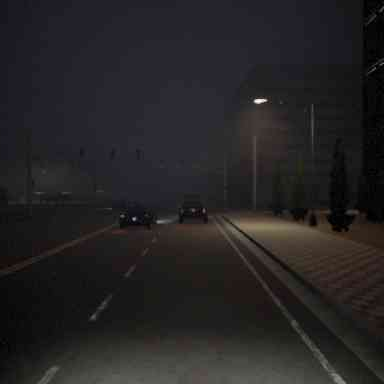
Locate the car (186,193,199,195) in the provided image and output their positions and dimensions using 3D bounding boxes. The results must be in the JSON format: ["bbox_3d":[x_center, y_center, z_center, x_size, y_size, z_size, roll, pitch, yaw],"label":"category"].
[{"bbox_3d":[0.085,1.192,43.051,2.150,2.045,5.566,0,0,0],"label":"car"}]

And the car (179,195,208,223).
[{"bbox_3d":[0.091,1.352,25.692,2.097,1.767,4.553,0,0,0],"label":"car"}]

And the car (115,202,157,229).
[{"bbox_3d":[-3.408,1.564,21.689,1.994,1.385,4.181,0,0,0],"label":"car"}]

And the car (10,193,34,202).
[{"bbox_3d":[-36.058,1.396,70.567,1.970,1.475,3.806,0,0,0],"label":"car"}]

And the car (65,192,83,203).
[{"bbox_3d":[-30.242,1.396,85.650,1.970,1.475,3.806,0,0,0],"label":"car"}]

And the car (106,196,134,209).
[{"bbox_3d":[-8.651,1.533,42.126,1.994,1.385,4.181,0,0,-45],"label":"car"}]

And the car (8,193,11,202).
[{"bbox_3d":[-38.953,1.365,70.576,1.784,1.438,3.905,0,0,0],"label":"car"}]
